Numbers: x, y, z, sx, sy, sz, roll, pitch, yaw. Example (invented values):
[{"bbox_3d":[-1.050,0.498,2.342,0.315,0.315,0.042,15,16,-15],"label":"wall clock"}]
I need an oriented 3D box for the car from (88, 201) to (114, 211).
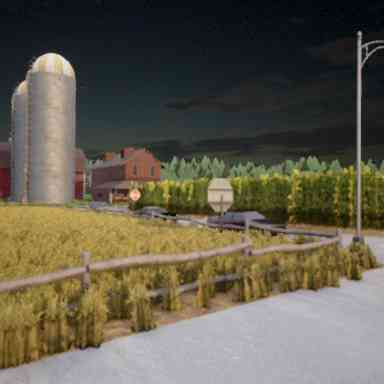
[{"bbox_3d":[-10.535,1.795,37.959,2.128,1.511,4.902,1,-1,-35],"label":"car"}]

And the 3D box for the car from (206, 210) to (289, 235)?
[{"bbox_3d":[2.980,1.774,19.081,2.033,1.411,5.357,1,-1,-36],"label":"car"}]

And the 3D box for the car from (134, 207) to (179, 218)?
[{"bbox_3d":[-2.980,1.886,27.360,1.895,1.301,4.718,1,-1,-36],"label":"car"}]
